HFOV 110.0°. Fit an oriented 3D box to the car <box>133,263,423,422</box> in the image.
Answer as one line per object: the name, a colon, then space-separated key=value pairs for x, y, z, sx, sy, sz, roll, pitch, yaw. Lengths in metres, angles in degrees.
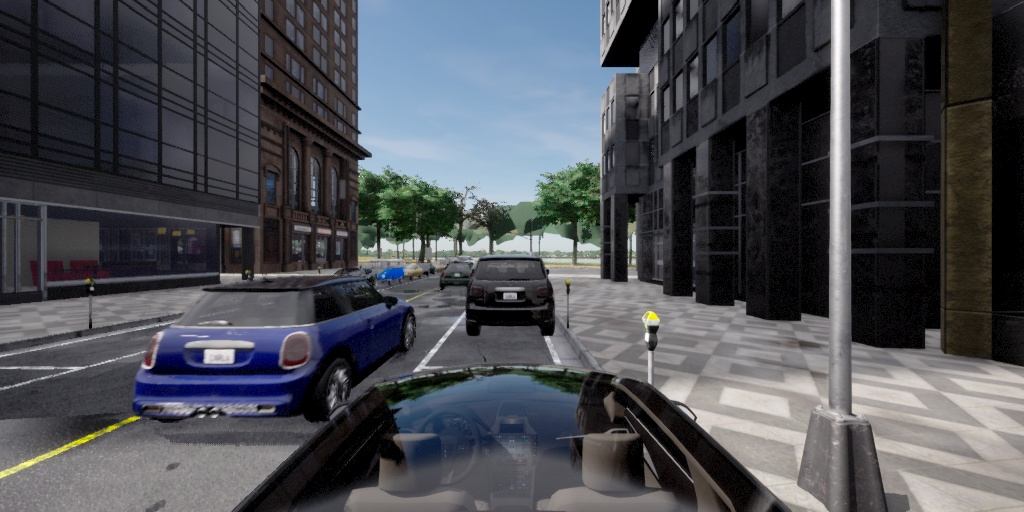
car: x=-3.145 y=1.101 z=5.978 sx=2.097 sy=1.767 sz=4.553 roll=0 pitch=0 yaw=0

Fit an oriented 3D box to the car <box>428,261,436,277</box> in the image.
car: x=-8.908 y=1.322 z=36.298 sx=1.948 sy=1.339 sz=4.313 roll=0 pitch=0 yaw=0

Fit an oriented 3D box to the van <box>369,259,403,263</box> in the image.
van: x=-8.908 y=1.093 z=25.423 sx=1.690 sy=1.789 sz=3.998 roll=0 pitch=0 yaw=0

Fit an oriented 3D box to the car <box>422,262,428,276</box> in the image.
car: x=-8.908 y=1.280 z=30.691 sx=1.751 sy=1.417 sz=4.829 roll=0 pitch=0 yaw=0

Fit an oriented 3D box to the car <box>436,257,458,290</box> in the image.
car: x=-3.100 y=1.103 z=22.509 sx=2.097 sy=1.767 sz=4.553 roll=0 pitch=0 yaw=1

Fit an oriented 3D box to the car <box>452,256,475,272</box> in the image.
car: x=-6.180 y=0.984 z=46.612 sx=2.150 sy=2.045 sz=5.566 roll=0 pitch=0 yaw=1

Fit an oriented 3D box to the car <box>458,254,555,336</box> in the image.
car: x=-0.039 y=0.971 z=10.530 sx=2.150 sy=2.045 sz=5.566 roll=0 pitch=0 yaw=0
